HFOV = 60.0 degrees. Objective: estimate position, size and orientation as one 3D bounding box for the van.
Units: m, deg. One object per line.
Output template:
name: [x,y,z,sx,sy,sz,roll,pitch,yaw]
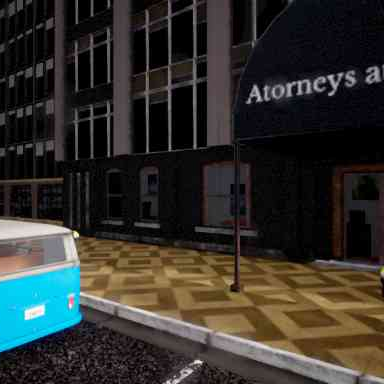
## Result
van: [-3.561,1.341,5.438,3.998,1.788,1.690,0,0,36]
